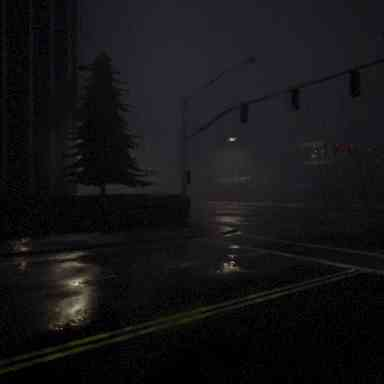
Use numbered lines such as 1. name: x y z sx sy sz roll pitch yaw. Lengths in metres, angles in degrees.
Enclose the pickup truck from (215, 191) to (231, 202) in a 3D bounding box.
1. pickup truck: 6.219 0.890 66.040 2.390 2.098 6.274 0 0 -6
